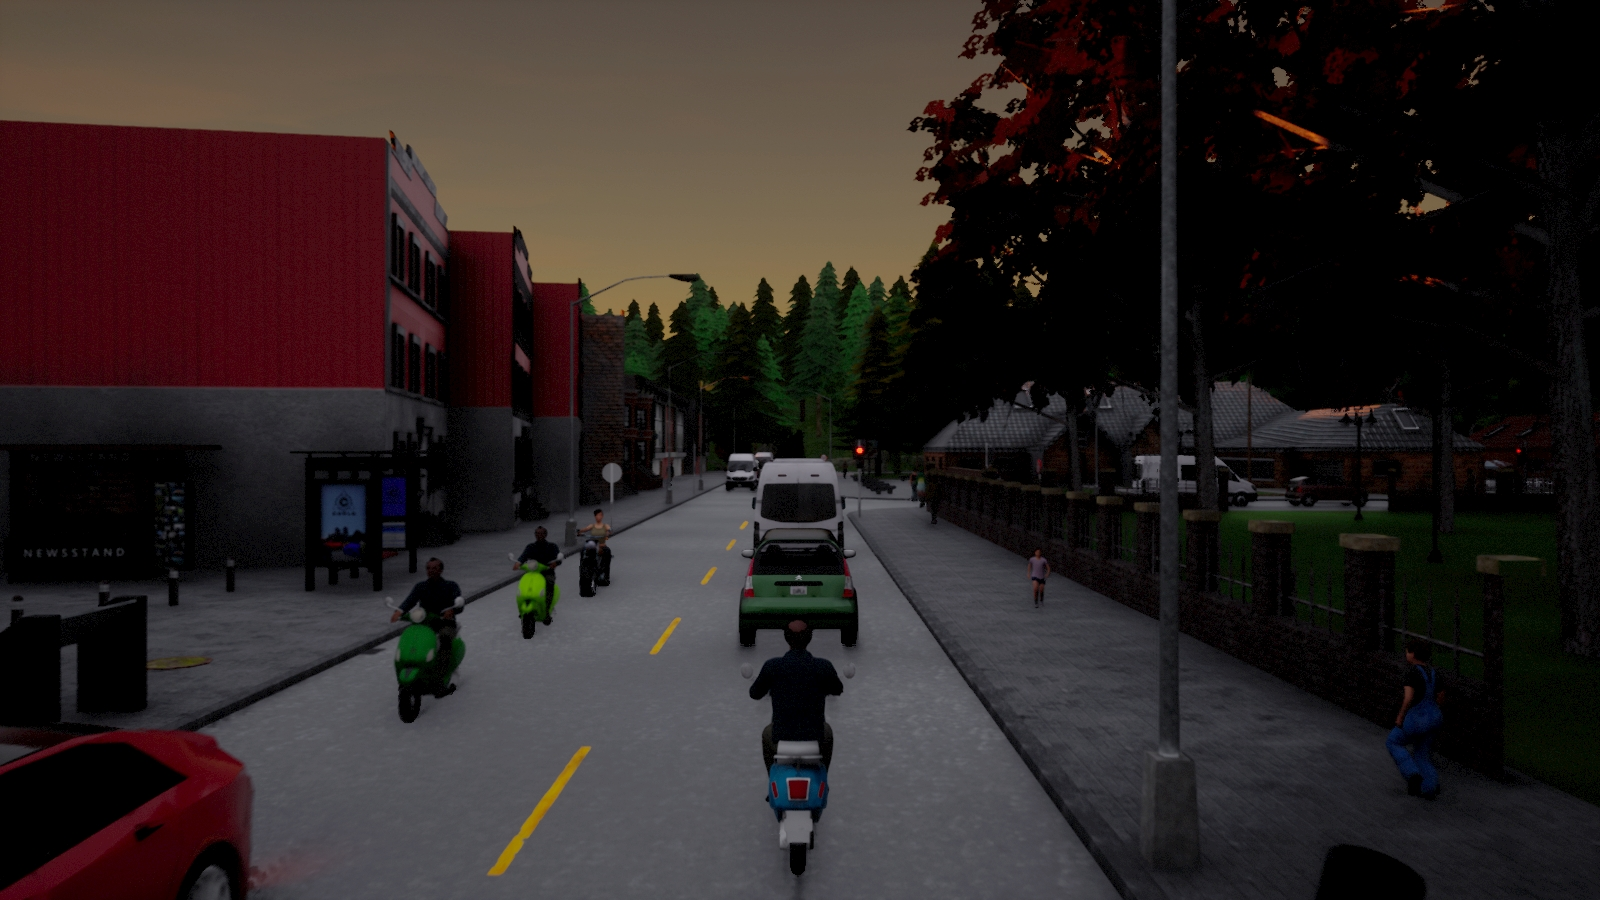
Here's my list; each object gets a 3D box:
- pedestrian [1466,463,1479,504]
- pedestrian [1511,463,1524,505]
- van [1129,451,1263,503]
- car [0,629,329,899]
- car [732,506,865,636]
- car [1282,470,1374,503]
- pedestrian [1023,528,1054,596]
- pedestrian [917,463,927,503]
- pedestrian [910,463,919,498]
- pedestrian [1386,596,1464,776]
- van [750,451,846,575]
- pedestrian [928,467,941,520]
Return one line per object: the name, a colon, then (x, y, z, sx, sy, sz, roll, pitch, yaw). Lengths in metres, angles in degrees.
pedestrian: (30.824, 1.524, 52.350, 0.375, 1.860, 0.375, 0, 0, -5)
pedestrian: (32.369, 1.524, 51.541, 0.375, 1.860, 0.375, 0, 0, -1)
van: (19.587, 1.314, 56.679, 5.915, 2.561, 1.988, 0, 0, 1)
car: (-4.015, 1.841, 4.588, 2.231, 1.480, 4.892, 0, 0, 0)
car: (-0.023, 1.779, 17.850, 1.851, 1.617, 3.988, 0, 0, 0)
car: (26.124, 1.805, 56.616, 3.705, 1.549, 1.789, 0, 0, 0)
pedestrian: (4.083, 1.904, 19.562, 0.500, 1.100, 0.500, 0, 0, 10)
pedestrian: (5.713, 1.522, 53.505, 0.375, 1.860, 0.375, 0, 0, 15)
pedestrian: (6.133, 1.628, 61.173, 0.375, 1.860, 0.375, 0, 0, 16)
pedestrian: (4.822, 1.805, 8.822, 0.375, 1.300, 0.375, 0, 0, -14)
van: (-0.044, 1.315, 26.831, 1.988, 2.561, 5.915, 0, 0, 0)
pedestrian: (4.729, 1.525, 40.285, 0.375, 1.860, 0.375, 0, 0, -5)
